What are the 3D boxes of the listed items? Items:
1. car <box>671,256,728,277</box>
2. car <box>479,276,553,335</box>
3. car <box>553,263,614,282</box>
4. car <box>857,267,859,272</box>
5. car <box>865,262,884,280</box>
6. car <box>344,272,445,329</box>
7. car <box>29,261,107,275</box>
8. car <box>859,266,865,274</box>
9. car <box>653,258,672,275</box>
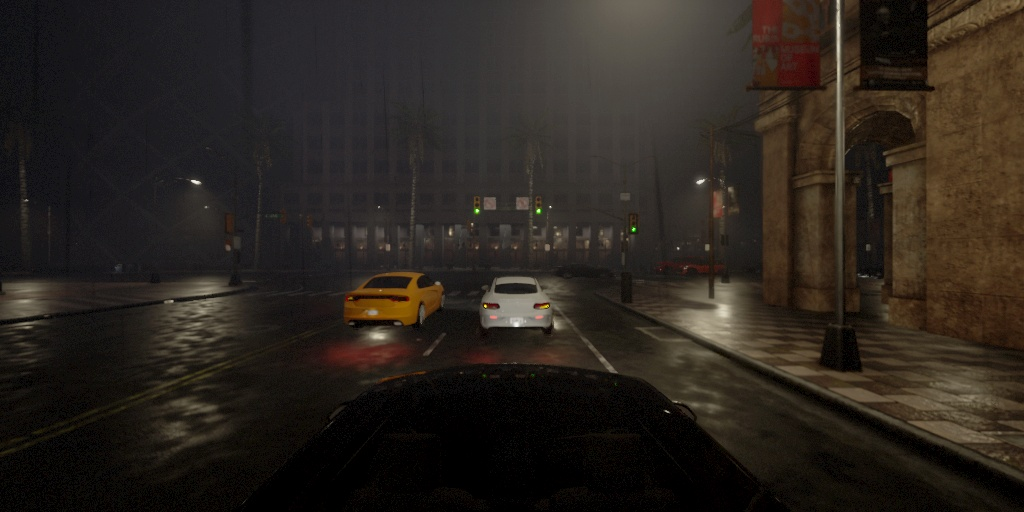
[{"bbox_3d":[19.237,1.155,36.524,4.553,1.767,2.097,0,0,0],"label":"car"},{"bbox_3d":[0.093,1.289,10.399,1.812,1.442,4.674,0,0,0],"label":"car"},{"bbox_3d":[5.869,1.284,29.488,4.902,1.511,2.128,0,0,0],"label":"car"},{"bbox_3d":[41.649,1.355,39.939,5.357,1.411,2.033,0,0,0],"label":"car"},{"bbox_3d":[32.412,1.317,29.394,4.674,1.442,1.812,0,0,0],"label":"car"},{"bbox_3d":[-3.422,1.243,11.331,1.882,1.535,5.008,0,0,0],"label":"car"},{"bbox_3d":[-48.501,1.313,39.387,2.033,1.411,5.357,5,4,43],"label":"car"},{"bbox_3d":[38.568,1.366,36.459,4.181,1.385,1.994,0,0,0],"label":"car"},{"bbox_3d":[18.733,1.028,40.026,5.566,2.045,2.150,0,0,0],"label":"car"}]
